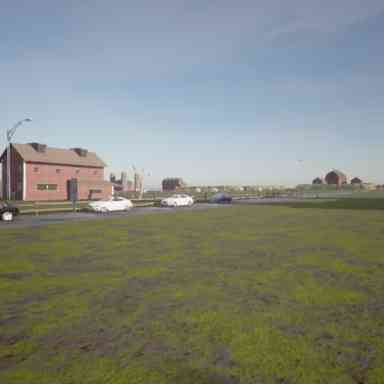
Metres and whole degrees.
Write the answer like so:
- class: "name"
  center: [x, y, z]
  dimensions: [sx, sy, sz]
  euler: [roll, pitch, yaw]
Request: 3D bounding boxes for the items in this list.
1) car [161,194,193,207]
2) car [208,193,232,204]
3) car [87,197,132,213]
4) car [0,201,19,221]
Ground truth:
- class: "car"
  center: [-1.733, 1.026, 40.035]
  dimensions: [1.812, 1.442, 4.674]
  euler: [1, 1, 36]
- class: "car"
  center: [4.179, 0.874, 48.144]
  dimensions: [1.812, 1.442, 4.674]
  euler: [1, 1, 36]
- class: "car"
  center: [-7.764, 1.178, 31.706]
  dimensions: [1.812, 1.442, 4.674]
  euler: [1, 1, 36]
- class: "car"
  center: [-14.388, 1.322, 22.561]
  dimensions: [1.837, 1.490, 4.892]
  euler: [1, 1, 36]
